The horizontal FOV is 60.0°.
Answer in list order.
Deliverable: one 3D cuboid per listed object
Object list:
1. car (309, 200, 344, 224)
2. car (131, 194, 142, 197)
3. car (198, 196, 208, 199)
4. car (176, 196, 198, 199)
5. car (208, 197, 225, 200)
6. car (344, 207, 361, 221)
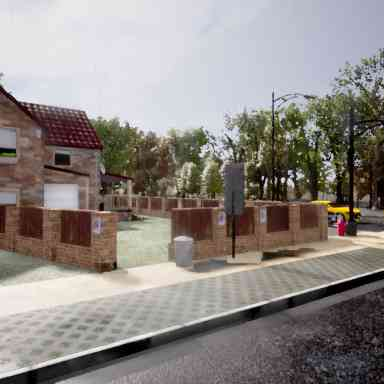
[{"bbox_3d":[7.784,1.469,23.319,1.812,1.442,4.674,0,0,-35],"label":"car"},{"bbox_3d":[-11.713,1.233,67.864,1.882,1.535,5.008,0,0,-36],"label":"car"},{"bbox_3d":[1.162,1.342,49.780,2.128,1.511,4.902,0,0,-35],"label":"car"},{"bbox_3d":[-1.933,1.409,42.588,2.033,1.411,5.357,0,0,-35],"label":"car"},{"bbox_3d":[4.235,1.396,33.911,2.128,1.511,4.902,0,0,-35],"label":"car"},{"bbox_3d":[10.274,1.423,25.427,1.882,1.535,5.008,0,0,-35],"label":"car"}]
